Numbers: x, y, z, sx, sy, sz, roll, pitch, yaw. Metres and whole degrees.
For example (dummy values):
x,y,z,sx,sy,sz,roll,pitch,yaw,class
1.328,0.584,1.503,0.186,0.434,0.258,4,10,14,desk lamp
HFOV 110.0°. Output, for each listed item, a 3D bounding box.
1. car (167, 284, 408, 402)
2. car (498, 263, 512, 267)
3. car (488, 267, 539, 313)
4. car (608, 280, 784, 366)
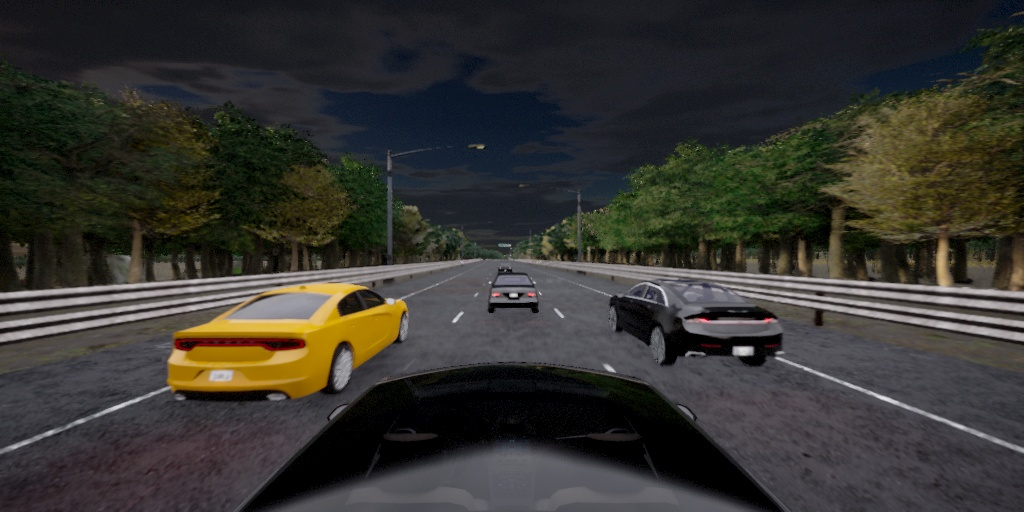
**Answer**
x,y,z,sx,sy,sz,roll,pitch,yaw,class
-3.417,1.253,6.674,1.882,1.535,5.008,0,0,0,car
-0.950,1.565,47.284,1.895,1.301,4.718,0,0,-3,car
0.019,1.355,14.370,2.033,1.411,5.357,0,0,-1,car
3.577,1.267,7.995,2.128,1.511,4.902,0,0,0,car
